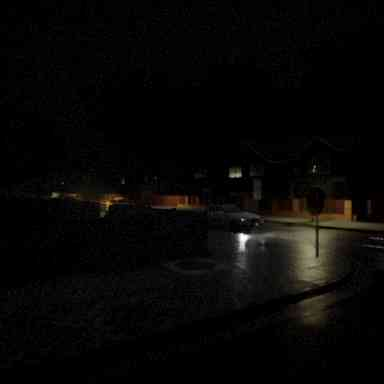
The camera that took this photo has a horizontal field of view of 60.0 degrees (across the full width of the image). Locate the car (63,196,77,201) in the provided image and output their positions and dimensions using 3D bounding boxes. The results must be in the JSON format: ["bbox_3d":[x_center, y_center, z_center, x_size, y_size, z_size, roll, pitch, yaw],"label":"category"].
[{"bbox_3d":[-17.556,1.278,47.568,1.812,1.442,4.674,0,0,-35],"label":"car"}]

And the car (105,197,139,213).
[{"bbox_3d":[-6.756,1.290,31.993,1.882,1.535,5.008,0,0,-35],"label":"car"}]

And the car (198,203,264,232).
[{"bbox_3d":[2.078,1.410,19.384,1.812,1.442,4.674,0,0,-35],"label":"car"}]
